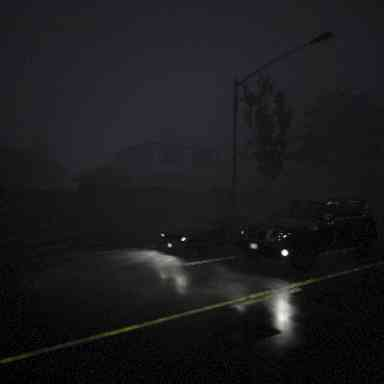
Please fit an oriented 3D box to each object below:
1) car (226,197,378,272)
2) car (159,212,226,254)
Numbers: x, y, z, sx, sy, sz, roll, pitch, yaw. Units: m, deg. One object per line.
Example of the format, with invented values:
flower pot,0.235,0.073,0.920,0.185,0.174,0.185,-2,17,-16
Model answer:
car,4.022,1.210,11.164,5.566,2.045,2.150,0,0,-36
car,1.360,1.535,13.565,5.357,1.411,2.033,0,0,-36
